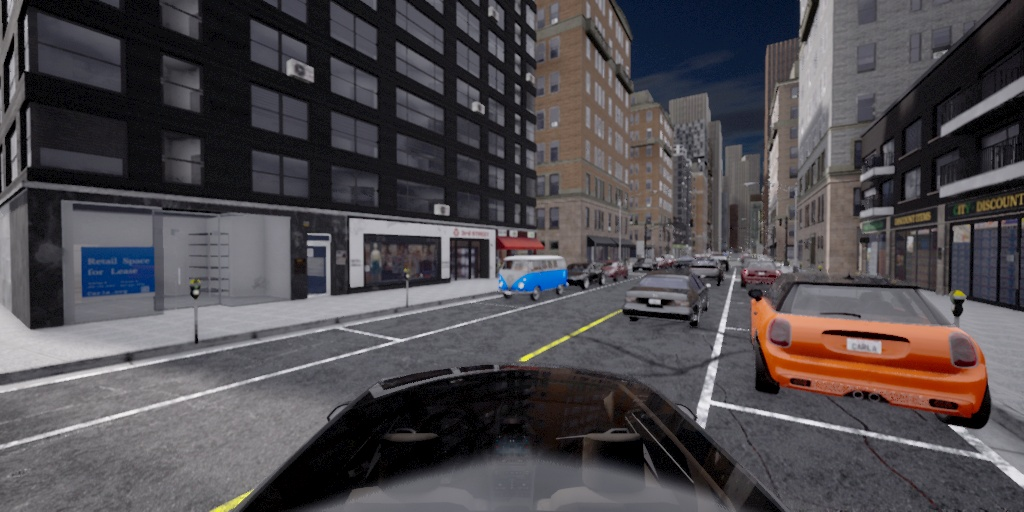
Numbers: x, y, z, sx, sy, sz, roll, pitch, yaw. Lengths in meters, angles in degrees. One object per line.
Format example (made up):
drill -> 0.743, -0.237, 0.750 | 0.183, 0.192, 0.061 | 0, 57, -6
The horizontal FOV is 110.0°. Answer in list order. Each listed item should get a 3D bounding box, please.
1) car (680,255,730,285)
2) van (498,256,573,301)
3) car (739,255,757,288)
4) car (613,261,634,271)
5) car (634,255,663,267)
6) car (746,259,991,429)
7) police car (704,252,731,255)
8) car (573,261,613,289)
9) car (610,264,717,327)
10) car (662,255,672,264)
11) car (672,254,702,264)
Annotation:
car -> 12.321, 0.930, 22.739 | 2.128, 1.511, 4.902 | 1, 1, 32
van -> 0.976, 0.874, 15.650 | 1.690, 1.789, 3.998 | 0, 0, 32
car -> 14.072, 0.916, 20.366 | 1.967, 1.591, 4.097 | 0, 0, 32
car -> 6.876, 0.979, 24.936 | 1.802, 1.307, 4.207 | 0, 0, 32
car -> 12.775, 0.827, 34.223 | 1.948, 1.339, 4.313 | 0, 0, 32
car -> 5.249, 1.042, 5.985 | 2.097, 1.767, 4.553 | 1, 1, 32
police car -> 21.908, 0.640, 38.014 | 1.930, 1.638, 5.238 | 1, 1, 32
car -> 3.926, 1.031, 20.293 | 1.948, 1.339, 4.313 | 0, 0, 32
car -> 4.920, 1.157, 11.087 | 2.033, 1.411, 5.357 | 1, 1, 33
car -> 15.724, 0.776, 38.866 | 1.802, 1.307, 4.207 | 0, 0, 32
car -> 19.127, 0.740, 39.307 | 2.033, 1.411, 5.357 | 1, 1, 33
